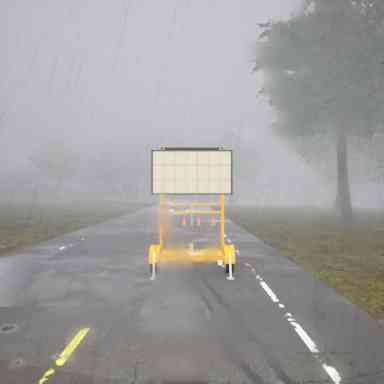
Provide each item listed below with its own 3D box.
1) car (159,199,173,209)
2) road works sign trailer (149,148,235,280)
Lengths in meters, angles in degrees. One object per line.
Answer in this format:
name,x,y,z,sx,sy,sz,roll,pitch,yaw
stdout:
car,-3.780,1.756,49.094,1.812,1.442,4.674,0,0,-1
road works sign trailer,-0.003,0.477,10.004,2.380,3.560,2.880,0,0,0
